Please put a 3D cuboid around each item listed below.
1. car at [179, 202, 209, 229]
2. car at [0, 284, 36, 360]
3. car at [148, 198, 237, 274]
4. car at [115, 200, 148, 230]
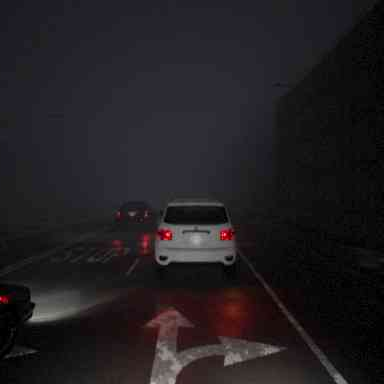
[{"bbox_3d":[0.095,1.479,22.340,1.812,1.442,4.674,0,0,0],"label":"car"},{"bbox_3d":[-3.403,1.541,2.809,2.033,1.411,5.357,0,0,0],"label":"car"},{"bbox_3d":[0.100,1.199,10.642,2.150,2.045,5.566,0,0,0],"label":"car"},{"bbox_3d":[-3.404,1.308,21.016,2.097,1.767,4.553,0,0,0],"label":"car"}]
